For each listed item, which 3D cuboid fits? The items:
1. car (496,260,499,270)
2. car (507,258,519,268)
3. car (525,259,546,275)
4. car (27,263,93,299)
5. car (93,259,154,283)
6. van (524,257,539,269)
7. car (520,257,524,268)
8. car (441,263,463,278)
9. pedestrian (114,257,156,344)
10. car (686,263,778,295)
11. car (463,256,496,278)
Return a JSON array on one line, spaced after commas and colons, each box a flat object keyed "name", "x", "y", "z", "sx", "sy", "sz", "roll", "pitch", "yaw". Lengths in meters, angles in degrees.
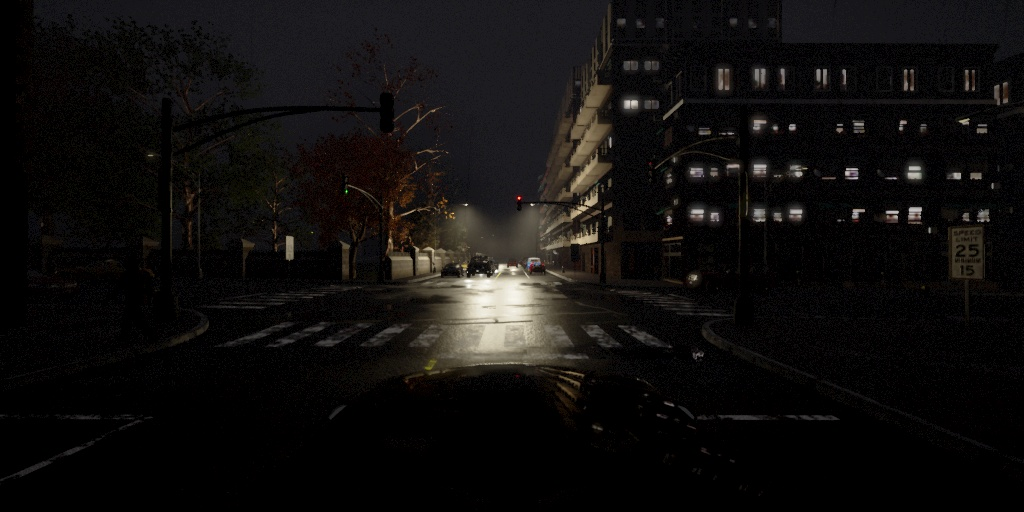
[{"name": "car", "x": -3.020, "y": 1.322, "z": 44.959, "sx": 2.033, "sy": 1.411, "sz": 5.357, "roll": 0, "pitch": 0, "yaw": 0}, {"name": "car", "x": 0.109, "y": 1.304, "z": 62.711, "sx": 1.837, "sy": 1.490, "sz": 4.892, "roll": 0, "pitch": 0, "yaw": 0}, {"name": "car", "x": 2.759, "y": 1.314, "z": 40.036, "sx": 1.888, "sy": 1.381, "sz": 4.507, "roll": 0, "pitch": 0, "yaw": 0}, {"name": "car", "x": -18.942, "y": 1.007, "z": 13.414, "sx": 4.207, "sy": 1.307, "sz": 1.802, "roll": 0, "pitch": 0, "yaw": 0}, {"name": "car", "x": -24.708, "y": 0.883, "z": 21.750, "sx": 4.829, "sy": 1.417, "sz": 1.751, "roll": 0, "pitch": 0, "yaw": 0}, {"name": "van", "x": 2.769, "y": 1.116, "z": 45.667, "sx": 1.690, "sy": 1.789, "sz": 3.998, "roll": 0, "pitch": 0, "yaw": 0}, {"name": "car", "x": 2.789, "y": 1.230, "z": 56.927, "sx": 1.967, "sy": 1.591, "sz": 4.097, "roll": 0, "pitch": 0, "yaw": 0}, {"name": "car", "x": -5.632, "y": 1.330, "z": 34.421, "sx": 1.948, "sy": 1.339, "sz": 4.313, "roll": 0, "pitch": 0, "yaw": 0}, {"name": "pedestrian", "x": -7.883, "y": 0.894, "z": 7.497, "sx": 0.375, "sy": 1.860, "sz": 0.375, "roll": 0, "pitch": 0, "yaw": 0}, {"name": "car", "x": 13.485, "y": 1.353, "z": 22.046, "sx": 5.009, "sy": 1.841, "sz": 2.192, "roll": 0, "pitch": 0, "yaw": 0}, {"name": "car", "x": -3.027, "y": 0.986, "z": 34.707, "sx": 2.150, "sy": 2.045, "sz": 5.566, "roll": 0, "pitch": 0, "yaw": 1}]
